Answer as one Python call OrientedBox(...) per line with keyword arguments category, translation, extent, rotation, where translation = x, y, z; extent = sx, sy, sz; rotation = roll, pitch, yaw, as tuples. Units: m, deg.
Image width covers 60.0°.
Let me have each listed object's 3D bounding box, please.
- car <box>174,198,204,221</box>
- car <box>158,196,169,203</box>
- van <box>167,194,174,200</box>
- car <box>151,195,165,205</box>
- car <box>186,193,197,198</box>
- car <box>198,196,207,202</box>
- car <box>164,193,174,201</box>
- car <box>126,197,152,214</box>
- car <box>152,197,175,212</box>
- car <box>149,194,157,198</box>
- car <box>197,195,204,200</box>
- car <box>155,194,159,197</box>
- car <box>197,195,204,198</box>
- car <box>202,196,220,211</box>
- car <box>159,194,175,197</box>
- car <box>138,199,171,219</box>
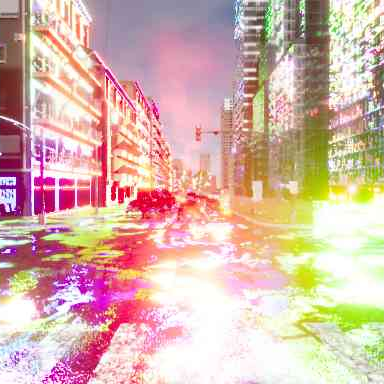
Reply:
OrientedBox(category="car", translation=(-0.160, 1.502, 27.004), extent=(1.837, 1.490, 4.892), rotation=(0, 0, 2))
OrientedBox(category="car", translation=(-5.911, 1.584, 69.249), extent=(1.802, 1.307, 4.206), rotation=(-1, 0, 0))
OrientedBox(category="van", translation=(-5.982, 1.350, 91.843), extent=(1.690, 1.788, 3.998), rotation=(-1, 0, 0))
OrientedBox(category="car", translation=(-5.878, 1.439, 57.950), extent=(1.967, 1.590, 4.097), rotation=(-1, 0, 0))
OrientedBox(category="car", translation=(-0.112, 1.223, 69.850), extent=(2.150, 2.045, 5.566), rotation=(0, 0, 0))
OrientedBox(category="car", translation=(2.419, 1.548, 74.980), extent=(1.887, 1.381, 4.507), rotation=(-1, 0, 0))
OrientedBox(category="car", translation=(-5.966, 1.322, 86.195), extent=(2.192, 1.841, 5.009), rotation=(-1, 0, 0))
OrientedBox(category="car", translation=(-5.808, 1.540, 35.355), extent=(1.887, 1.381, 4.507), rotation=(-1, 0, 0))
OrientedBox(category="car", translation=(-3.207, 1.560, 39.067), extent=(1.994, 1.385, 4.181), rotation=(0, 0, 0))
OrientedBox(category="car", translation=(-5.826, 1.436, 41.004), extent=(1.967, 1.590, 4.097), rotation=(-1, 0, 0))
OrientedBox(category="car", translation=(2.366, 1.535, 92.098), extent=(1.752, 1.417, 4.829), rotation=(-1, 0, 0))
OrientedBox(category="car", translation=(-5.863, 1.312, 52.302), extent=(2.192, 1.841, 5.009), rotation=(-1, 0, 0))
OrientedBox(category="car", translation=(2.453, 1.551, 63.682), extent=(2.008, 1.369, 4.403), rotation=(-1, 0, 0))
OrientedBox(category="car", translation=(2.522, 1.540, 41.086), extent=(1.887, 1.381, 4.507), rotation=(-1, 0, 0))
OrientedBox(category="car", translation=(-3.237, 1.488, 49.189), extent=(2.128, 1.511, 4.902), rotation=(0, 0, 0))
OrientedBox(category="car", translation=(-3.187, 1.560, 29.141), extent=(1.994, 1.385, 4.181), rotation=(0, 0, 0))
